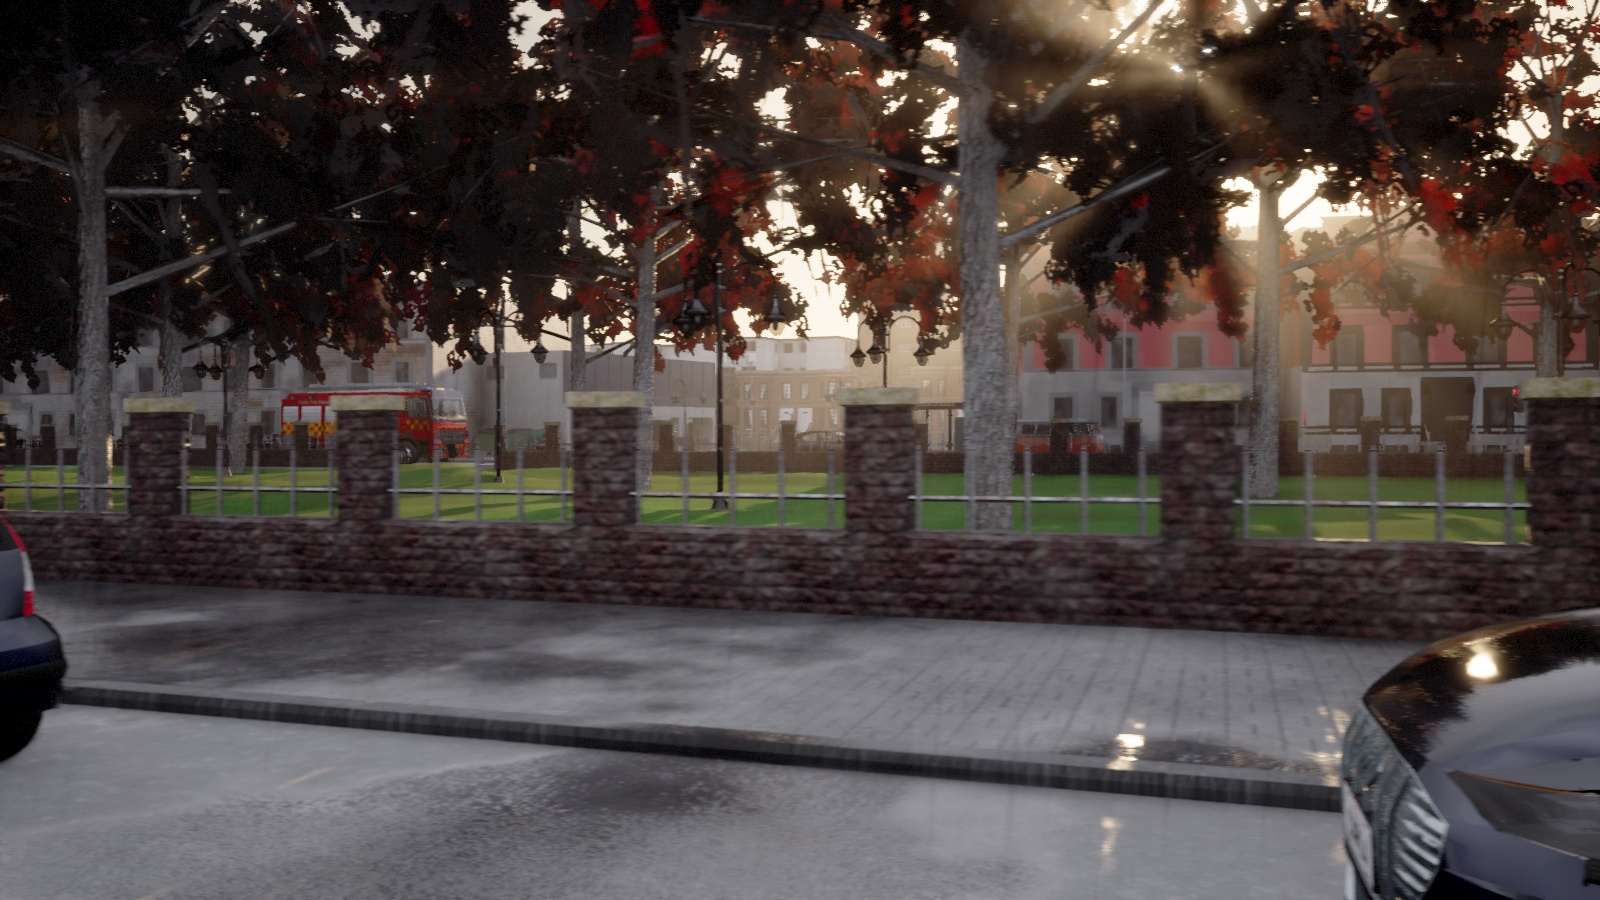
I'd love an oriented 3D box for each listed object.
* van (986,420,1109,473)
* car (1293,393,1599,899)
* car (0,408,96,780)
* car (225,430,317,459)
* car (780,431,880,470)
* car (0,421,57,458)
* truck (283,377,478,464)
[{"bbox_3d":[9.534,-0.156,48.280,4.442,1.987,1.775,1,1,18],"label":"van"},{"bbox_3d":[3.715,0.730,2.561,4.856,1.649,2.033,0,1,16],"label":"car"},{"bbox_3d":[-5.506,0.615,5.615,3.988,1.617,1.851,0,1,16],"label":"car"},{"bbox_3d":[-27.285,-0.294,64.765,4.193,1.474,1.816,1,1,18],"label":"car"},{"bbox_3d":[1.216,-0.005,51.057,3.705,1.549,1.789,0,1,19],"label":"car"},{"bbox_3d":[-40.785,-0.566,65.029,3.866,1.878,1.905,1,1,18],"label":"car"},{"bbox_3d":[-19.345,-1.333,57.895,8.468,3.827,2.891,1,1,18],"label":"truck"}]
